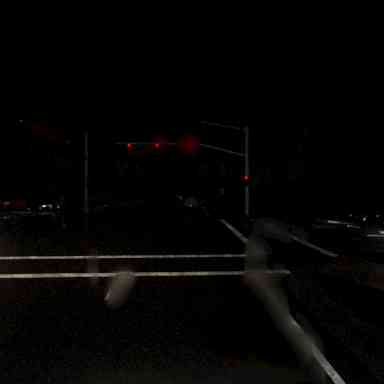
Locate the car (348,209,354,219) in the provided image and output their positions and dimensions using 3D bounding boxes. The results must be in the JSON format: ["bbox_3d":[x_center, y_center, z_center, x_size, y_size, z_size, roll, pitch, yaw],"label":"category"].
[{"bbox_3d":[14.312,1.504,24.890,4.892,1.490,1.837,0,0,1],"label":"car"}]

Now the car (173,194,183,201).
[{"bbox_3d":[-3.486,1.295,84.424,2.097,1.767,4.553,0,0,1],"label":"car"}]

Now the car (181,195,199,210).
[{"bbox_3d":[-0.125,1.525,43.174,1.812,1.442,4.674,0,0,0],"label":"car"}]

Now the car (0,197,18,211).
[{"bbox_3d":[-22.215,1.351,40.363,2.097,1.767,4.553,0,0,0],"label":"car"}]

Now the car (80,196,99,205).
[{"bbox_3d":[-18.729,1.503,61.043,1.837,1.490,4.892,0,0,0],"label":"car"}]

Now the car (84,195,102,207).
[{"bbox_3d":[-15.236,1.563,49.210,1.994,1.385,4.181,0,0,0],"label":"car"}]

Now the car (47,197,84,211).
[{"bbox_3d":[-15.215,1.491,40.307,2.128,1.511,4.902,0,0,0],"label":"car"}]

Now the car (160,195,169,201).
[{"bbox_3d":[-6.984,1.464,84.536,1.812,1.442,4.674,0,0,1],"label":"car"}]

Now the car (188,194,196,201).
[{"bbox_3d":[0.014,1.417,84.372,1.882,1.535,5.008,0,0,1],"label":"car"}]

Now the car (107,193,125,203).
[{"bbox_3d":[-15.195,1.224,68.101,2.150,2.045,5.566,0,0,0],"label":"car"}]

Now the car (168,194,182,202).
[{"bbox_3d":[-3.671,1.549,74.595,1.994,1.385,4.181,0,0,1],"label":"car"}]

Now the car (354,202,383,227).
[{"bbox_3d":[13.562,1.491,21.398,4.902,1.511,2.128,0,0,0],"label":"car"}]

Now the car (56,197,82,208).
[{"bbox_3d":[-18.742,1.546,50.928,2.033,1.411,5.357,0,0,0],"label":"car"}]

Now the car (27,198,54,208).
[{"bbox_3d":[-22.237,1.563,48.994,1.994,1.385,4.181,0,0,0],"label":"car"}]

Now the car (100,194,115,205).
[{"bbox_3d":[-15.242,1.563,57.620,1.994,1.385,4.181,0,0,0],"label":"car"}]

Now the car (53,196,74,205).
[{"bbox_3d":[-22.231,1.524,57.735,1.812,1.442,4.674,0,0,0],"label":"car"}]

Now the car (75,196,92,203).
[{"bbox_3d":[-22.193,1.593,68.019,1.895,1.301,4.718,0,0,0],"label":"car"}]

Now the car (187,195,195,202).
[{"bbox_3d":[-0.174,1.520,74.192,1.812,1.442,4.674,0,0,1],"label":"car"}]

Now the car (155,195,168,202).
[{"bbox_3d":[-7.174,1.535,74.175,2.033,1.411,5.357,0,0,1],"label":"car"}]

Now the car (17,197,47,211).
[{"bbox_3d":[-18.753,1.546,40.857,2.033,1.411,5.357,0,0,0],"label":"car"}]
